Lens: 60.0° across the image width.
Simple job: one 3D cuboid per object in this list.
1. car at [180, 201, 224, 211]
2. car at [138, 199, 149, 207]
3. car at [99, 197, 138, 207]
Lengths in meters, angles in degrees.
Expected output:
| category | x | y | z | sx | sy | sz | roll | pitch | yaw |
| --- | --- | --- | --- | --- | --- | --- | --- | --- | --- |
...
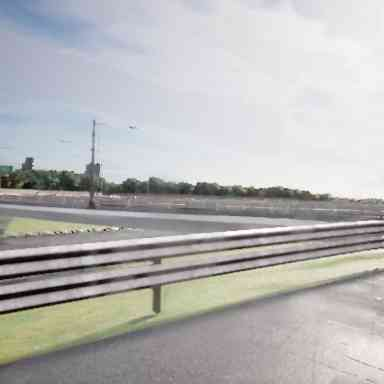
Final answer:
| category | x | y | z | sx | sy | sz | roll | pitch | yaw |
| --- | --- | --- | --- | --- | --- | --- | --- | --- | --- |
| car | 1.149 | 1.644 | 36.832 | 4.718 | 1.301 | 1.895 | 1 | -1 | 20 |
| car | -8.948 | 1.548 | 49.995 | 5.357 | 1.411 | 2.033 | 1 | -1 | 31 |
| car | -10.730 | 1.458 | 46.984 | 5.357 | 1.411 | 2.033 | 1 | -1 | 31 |
